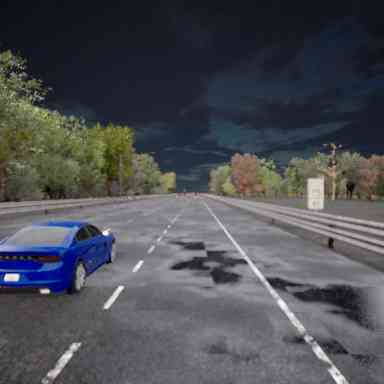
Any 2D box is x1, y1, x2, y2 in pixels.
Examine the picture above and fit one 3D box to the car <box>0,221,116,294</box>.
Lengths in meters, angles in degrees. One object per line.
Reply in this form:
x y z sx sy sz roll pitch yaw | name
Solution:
-3.410 1.494 8.848 1.882 1.535 5.008 0 0 1 | car
